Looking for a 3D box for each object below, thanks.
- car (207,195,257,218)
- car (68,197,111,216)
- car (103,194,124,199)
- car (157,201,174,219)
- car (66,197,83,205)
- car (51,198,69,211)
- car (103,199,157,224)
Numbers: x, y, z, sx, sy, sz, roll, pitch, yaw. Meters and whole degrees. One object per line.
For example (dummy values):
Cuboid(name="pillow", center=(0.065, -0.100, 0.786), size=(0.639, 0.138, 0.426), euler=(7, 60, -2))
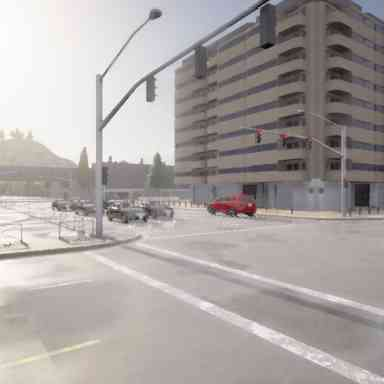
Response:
Cuboid(name="car", center=(3.690, 1.276, 31.395), size=(2.150, 2.045, 5.566), euler=(0, 0, -31))
Cuboid(name="car", center=(-10.309, 1.547, 33.209), size=(2.128, 1.511, 4.902), euler=(0, 0, -35))
Cuboid(name="car", center=(-9.095, 1.277, 37.551), size=(2.150, 2.045, 5.566), euler=(0, 0, -35))
Cuboid(name="car", center=(-3.395, 1.547, 29.499), size=(2.128, 1.511, 4.902), euler=(0, 0, -35))
Cuboid(name="car", center=(-22.008, 1.619, 62.189), size=(1.994, 1.385, 4.181), euler=(0, 0, -35))
Cuboid(name="car", center=(-16.115, 1.547, 41.424), size=(2.128, 1.511, 4.902), euler=(0, 0, -35))
Cuboid(name="car", center=(-5.063, 1.547, 25.796), size=(2.128, 1.511, 4.902), euler=(0, 0, -35))
